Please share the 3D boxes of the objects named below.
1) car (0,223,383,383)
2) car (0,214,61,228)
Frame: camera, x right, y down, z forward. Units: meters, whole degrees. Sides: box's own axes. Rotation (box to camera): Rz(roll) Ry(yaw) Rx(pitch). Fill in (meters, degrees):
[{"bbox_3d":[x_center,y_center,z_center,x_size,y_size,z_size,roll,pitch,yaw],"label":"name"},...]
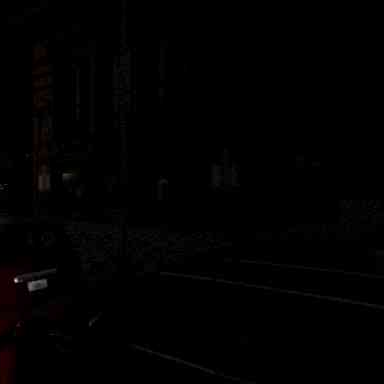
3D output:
[{"bbox_3d":[0.579,1.315,2.551,5.009,1.841,2.192,0,0,35],"label":"car"},{"bbox_3d":[-3.988,1.315,5.808,5.009,1.841,2.192,0,0,35],"label":"car"}]
